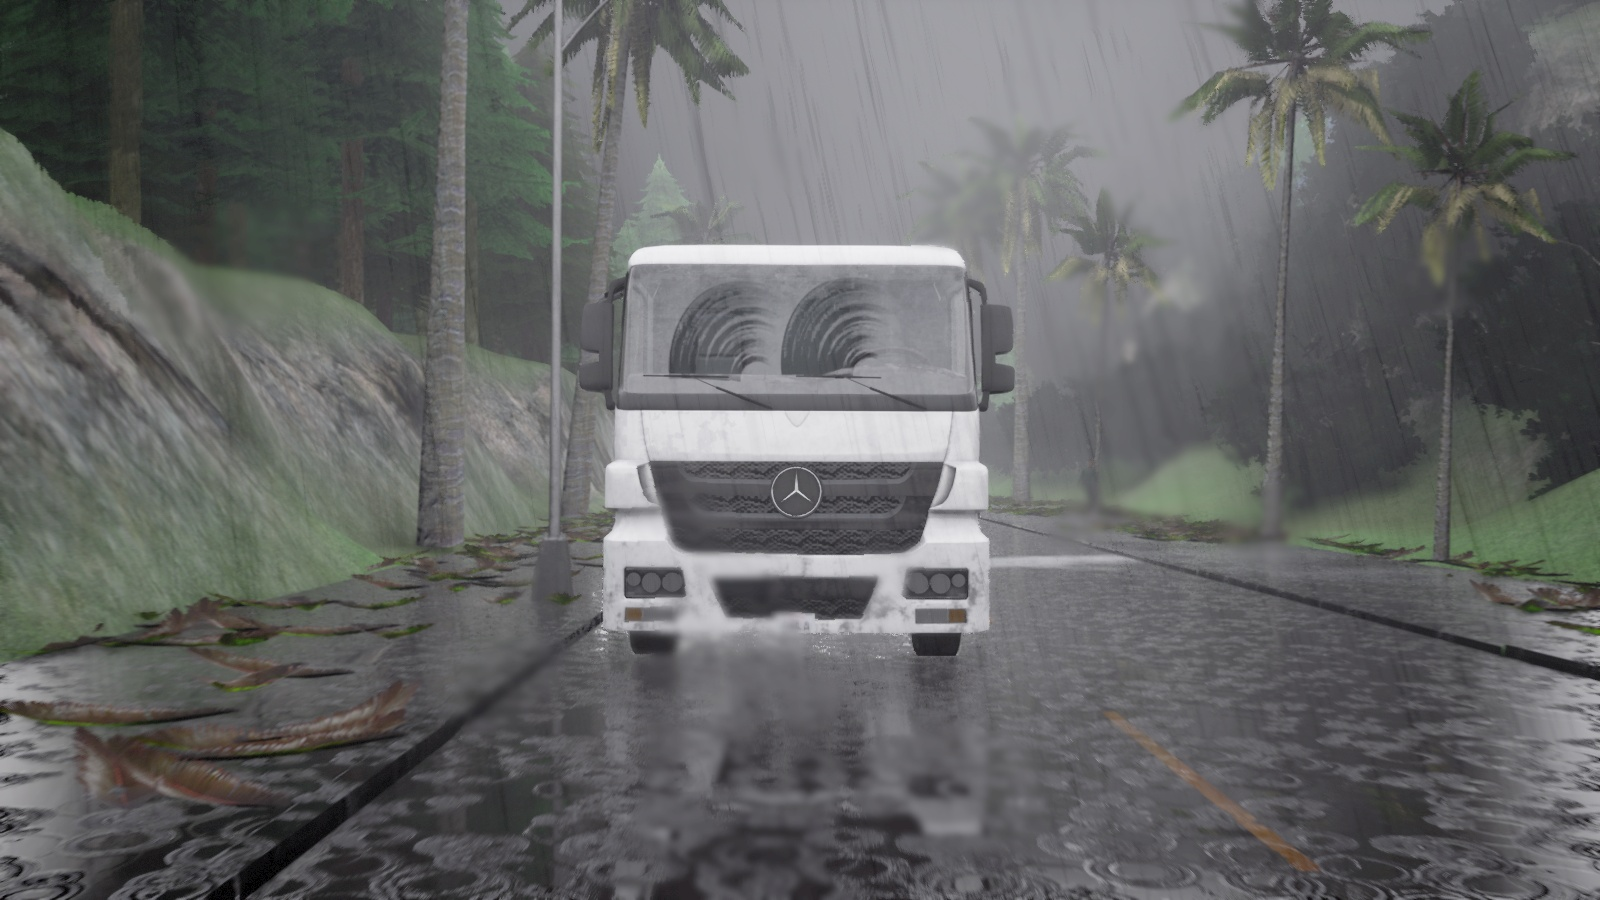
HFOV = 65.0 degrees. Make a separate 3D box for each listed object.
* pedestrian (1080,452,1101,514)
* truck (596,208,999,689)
[{"bbox_3d":[9.230,1.051,39.906,0.423,1.949,0.788,0,-1,-6],"label":"pedestrian"},{"bbox_3d":[-0.032,0.051,13.035,2.891,3.462,7.936,0,-1,0],"label":"truck"}]
